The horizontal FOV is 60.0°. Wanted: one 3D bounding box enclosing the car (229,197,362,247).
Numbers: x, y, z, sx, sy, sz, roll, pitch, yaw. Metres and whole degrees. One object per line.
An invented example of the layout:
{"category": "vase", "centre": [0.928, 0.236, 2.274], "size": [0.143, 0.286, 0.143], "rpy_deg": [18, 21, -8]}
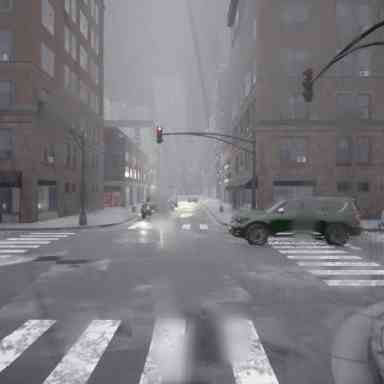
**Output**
{"category": "car", "centre": [4.463, 1.232, 14.695], "size": [5.566, 2.045, 2.150], "rpy_deg": [0, 0, 0]}

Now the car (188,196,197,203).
{"category": "car", "centre": [0.130, 1.519, 70.034], "size": [2.128, 1.511, 4.902], "rpy_deg": [0, 0, 0]}

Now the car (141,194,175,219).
{"category": "car", "centre": [-3.075, 1.236, 29.788], "size": [2.150, 2.045, 5.566], "rpy_deg": [0, 0, 2]}

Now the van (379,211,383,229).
{"category": "van", "centre": [12.062, 1.358, 17.401], "size": [3.998, 1.788, 1.690], "rpy_deg": [0, 0, 0]}

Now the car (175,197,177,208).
{"category": "car", "centre": [-3.087, 1.545, 39.461], "size": [1.812, 1.442, 4.674], "rpy_deg": [0, 0, 0]}
